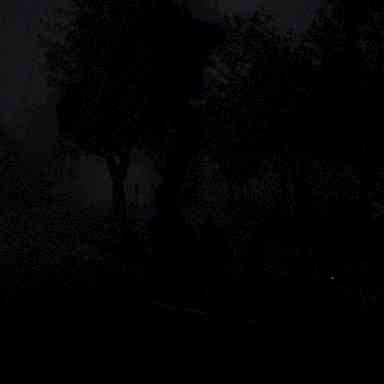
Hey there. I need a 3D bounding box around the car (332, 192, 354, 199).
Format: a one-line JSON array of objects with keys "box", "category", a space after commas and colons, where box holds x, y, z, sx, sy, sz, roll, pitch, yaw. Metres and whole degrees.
[{"box": [37.231, 0.865, 82.182, 4.553, 1.767, 2.185, 1, -1, 17], "category": "car"}]

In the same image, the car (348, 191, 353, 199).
[{"box": [33.644, 0.615, 77.442, 5.566, 2.045, 2.435, 1, 0, 17], "category": "car"}]

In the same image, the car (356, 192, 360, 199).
[{"box": [38.885, 1.041, 84.575, 5.366, 1.575, 1.946, 1, 0, 17], "category": "car"}]

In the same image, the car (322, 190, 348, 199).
[{"box": [31.889, 0.806, 75.052, 4.892, 1.521, 2.231, 1, 0, 16], "category": "car"}]

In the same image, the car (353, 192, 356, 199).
[{"box": [35.494, 0.678, 79.806, 5.566, 2.045, 2.435, 1, -1, 17], "category": "car"}]
